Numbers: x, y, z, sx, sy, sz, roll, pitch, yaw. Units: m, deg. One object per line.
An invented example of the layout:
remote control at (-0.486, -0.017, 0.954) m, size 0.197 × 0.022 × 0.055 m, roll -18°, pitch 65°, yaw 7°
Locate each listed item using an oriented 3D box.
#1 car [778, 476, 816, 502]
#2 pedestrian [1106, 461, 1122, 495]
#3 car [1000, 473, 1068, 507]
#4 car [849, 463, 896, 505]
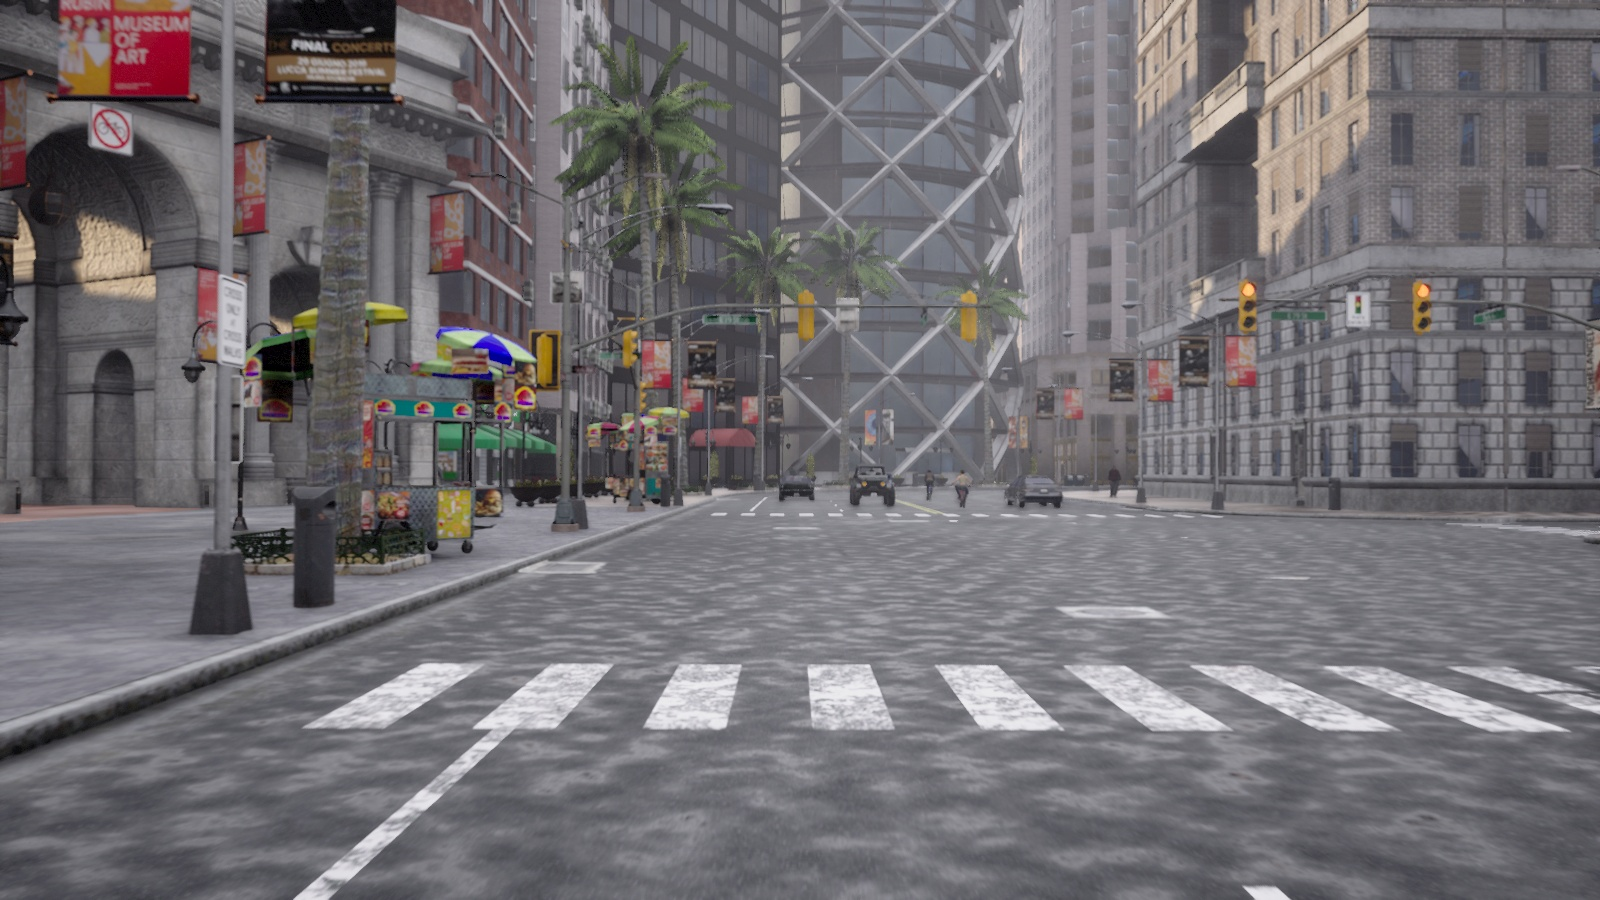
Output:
car at (-0.157, 2.017, 66.466) m, size 1.895 × 1.301 × 4.718 m, roll 0°, pitch -1°, yaw 0°
pedestrian at (17.262, 1.546, 69.030) m, size 0.634 × 1.844 × 0.899 m, roll 0°, pitch -1°, yaw 2°
car at (10.365, 1.749, 55.994) m, size 2.033 × 1.411 × 5.357 m, roll 0°, pitch -1°, yaw 0°
car at (3.293, 1.554, 57.745) m, size 1.905 × 1.878 × 3.866 m, roll 0°, pitch -1°, yaw 0°
